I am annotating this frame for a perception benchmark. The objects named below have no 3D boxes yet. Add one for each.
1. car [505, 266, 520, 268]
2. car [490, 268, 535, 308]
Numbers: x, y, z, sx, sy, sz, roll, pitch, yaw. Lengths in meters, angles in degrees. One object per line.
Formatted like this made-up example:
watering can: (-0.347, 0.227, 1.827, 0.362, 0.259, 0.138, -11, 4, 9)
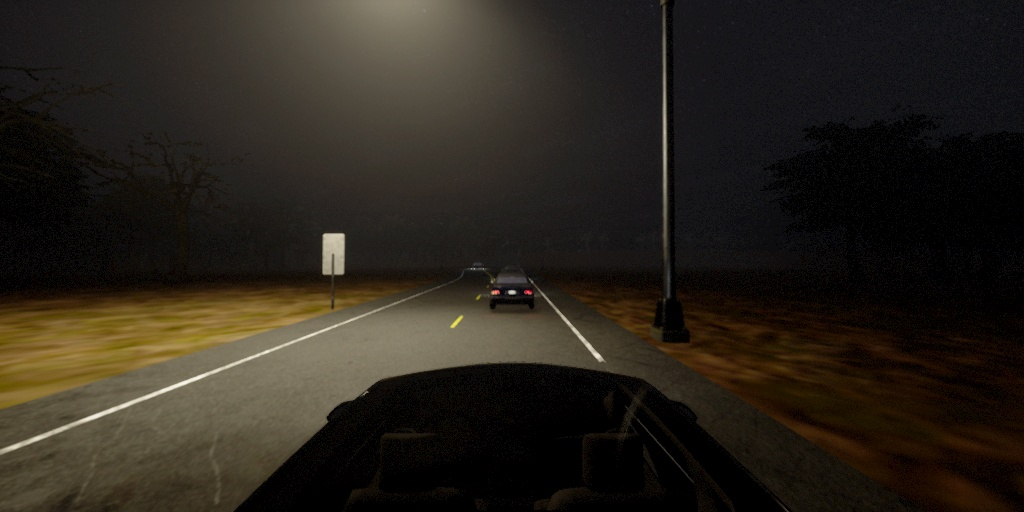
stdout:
car: (0.011, 1.550, 31.235, 1.812, 1.442, 4.674, 0, 0, 0)
car: (0.004, 1.429, 15.850, 2.033, 1.411, 5.357, 0, -1, 0)
